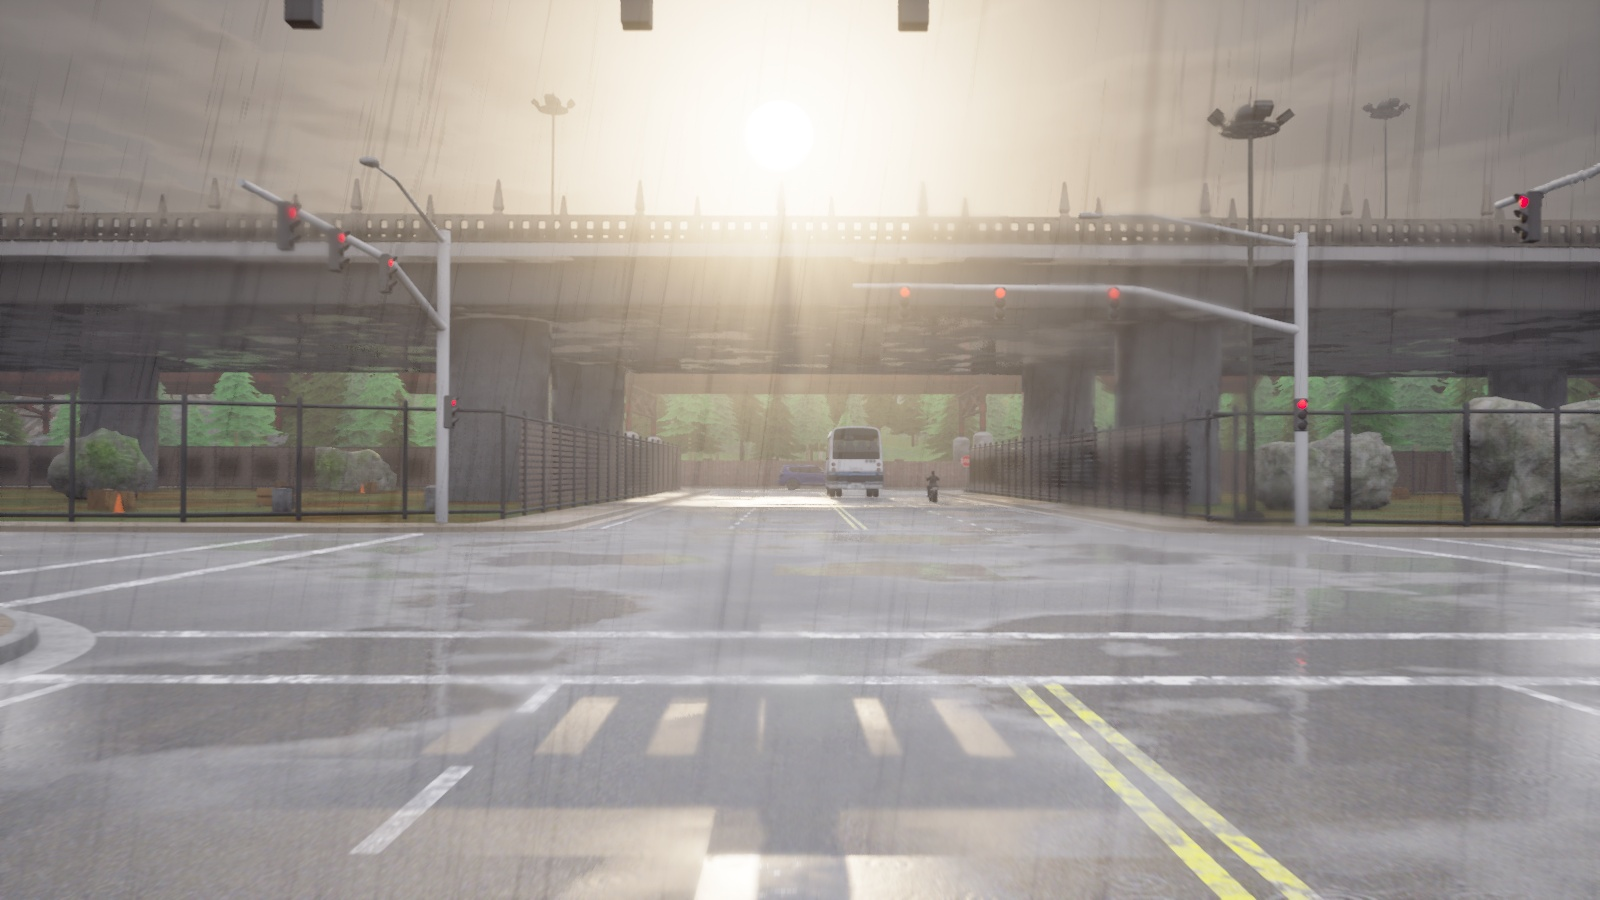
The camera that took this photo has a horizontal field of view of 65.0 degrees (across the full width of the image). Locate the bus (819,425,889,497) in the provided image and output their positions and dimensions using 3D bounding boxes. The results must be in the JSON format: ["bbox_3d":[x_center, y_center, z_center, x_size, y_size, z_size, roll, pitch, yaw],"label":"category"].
[{"bbox_3d":[3.303,0.758,79.657,3.944,4.253,10.273,0,-1,0],"label":"bus"}]
